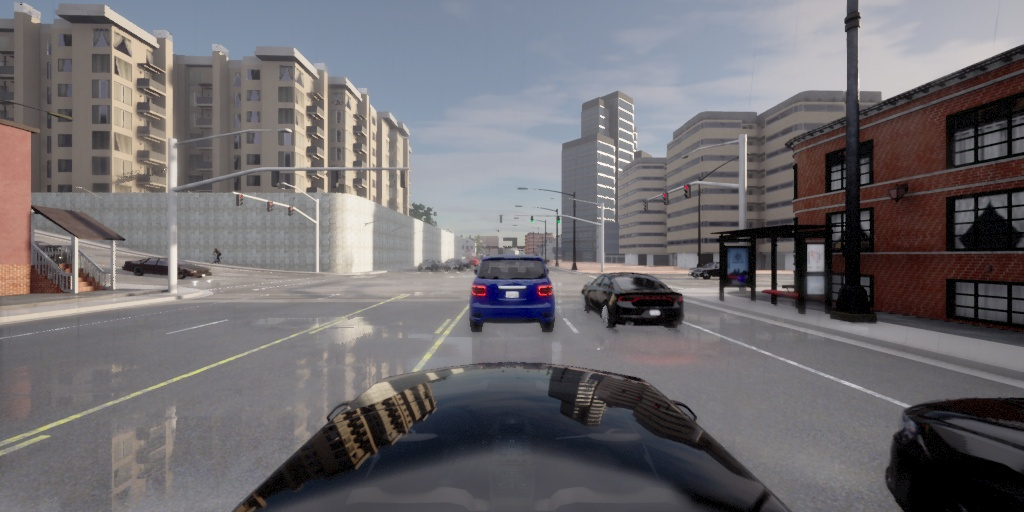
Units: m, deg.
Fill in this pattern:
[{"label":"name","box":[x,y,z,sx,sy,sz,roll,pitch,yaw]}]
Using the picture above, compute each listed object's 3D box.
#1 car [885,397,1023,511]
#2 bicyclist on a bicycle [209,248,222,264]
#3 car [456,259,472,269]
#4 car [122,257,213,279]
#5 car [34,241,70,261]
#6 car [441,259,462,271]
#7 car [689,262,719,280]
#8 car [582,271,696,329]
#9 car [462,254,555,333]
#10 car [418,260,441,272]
[{"label":"car","box":[3.607,1.240,0.513,2.128,1.511,4.902,0,0,0]},{"label":"bicyclist on a bicycle","box":[-31.062,0.029,37.674,0.582,1.620,1.656,6,0,0]},{"label":"car","box":[-7.585,1.228,56.748,1.882,1.535,5.008,0,0,0]},{"label":"car","box":[-25.624,0.837,26.730,5.357,1.411,2.033,5,0,-1]},{"label":"car","box":[-35.473,-0.391,26.611,4.181,1.385,1.994,10,0,-1]},{"label":"car","box":[-7.507,1.241,47.317,2.128,1.511,4.902,0,0,0]},{"label":"car","box":[17.849,1.241,30.970,4.902,1.511,2.128,0,0,-1]},{"label":"car","box":[3.494,1.228,11.268,1.882,1.535,5.008,0,0,0]},{"label":"car","box":[-0.005,0.972,10.896,2.150,2.045,5.566,0,0,0]},{"label":"car","box":[-11.004,1.242,47.215,2.128,1.511,4.902,0,0,0]}]
